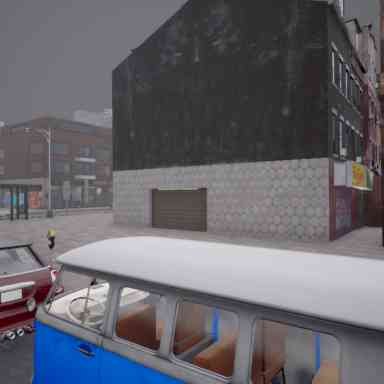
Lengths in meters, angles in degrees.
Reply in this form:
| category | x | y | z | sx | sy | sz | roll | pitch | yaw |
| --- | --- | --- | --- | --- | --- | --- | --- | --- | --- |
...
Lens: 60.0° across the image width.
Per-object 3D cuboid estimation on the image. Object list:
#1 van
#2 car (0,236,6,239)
| category | x | y | z | sx | sy | sz | roll | pitch | yaw |
| --- | --- | --- | --- | --- | --- | --- | --- | --- | --- |
| van | 0.402 | 1.341 | 2.527 | 3.998 | 1.788 | 1.690 | 0 | 0 | 35 |
| car | -4.043 | 1.442 | 5.659 | 4.097 | 1.590 | 1.967 | 0 | 0 | 35 |
